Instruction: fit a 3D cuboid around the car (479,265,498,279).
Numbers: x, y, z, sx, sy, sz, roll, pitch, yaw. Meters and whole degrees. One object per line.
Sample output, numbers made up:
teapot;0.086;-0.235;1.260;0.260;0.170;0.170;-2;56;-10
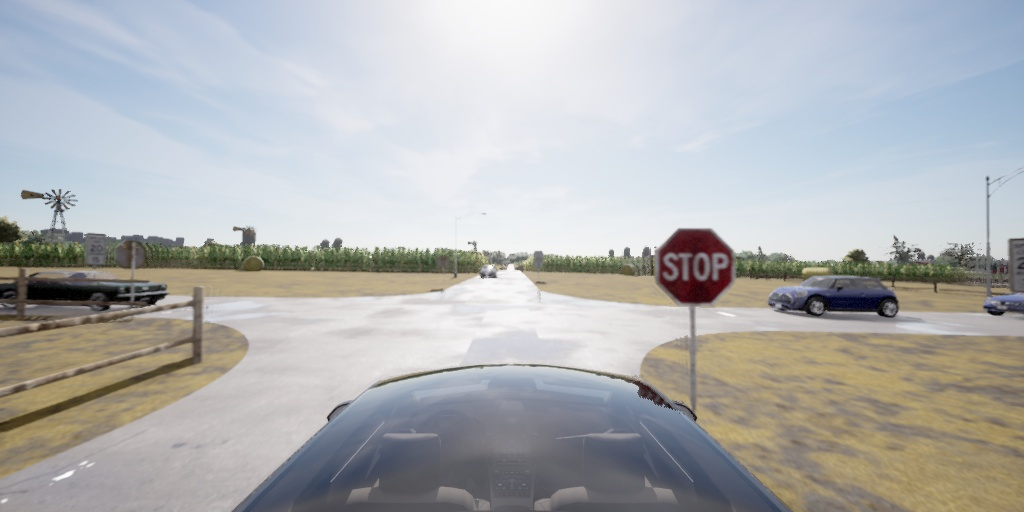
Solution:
car;-2.736;1.867;42.471;2.128;1.511;4.902;0;-1;0

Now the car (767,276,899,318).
car;13.976;1.658;15.815;4.553;1.767;2.097;1;-1;0

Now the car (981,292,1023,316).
car;23.943;2.065;15.820;4.674;1.442;1.812;1;-1;0

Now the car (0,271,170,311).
car;-15.300;1.194;12.825;4.718;1.301;1.895;1;-1;0
